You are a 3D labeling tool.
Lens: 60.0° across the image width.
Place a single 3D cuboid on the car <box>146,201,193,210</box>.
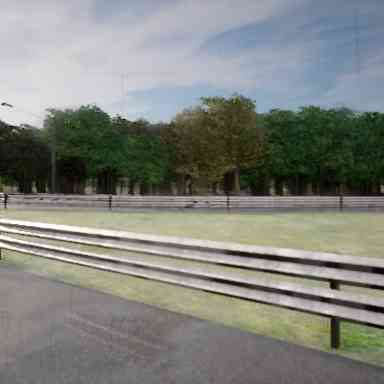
[{"bbox_3d":[-2.258,1.127,33.138,4.718,1.301,1.895,0,0,4],"label":"car"}]
